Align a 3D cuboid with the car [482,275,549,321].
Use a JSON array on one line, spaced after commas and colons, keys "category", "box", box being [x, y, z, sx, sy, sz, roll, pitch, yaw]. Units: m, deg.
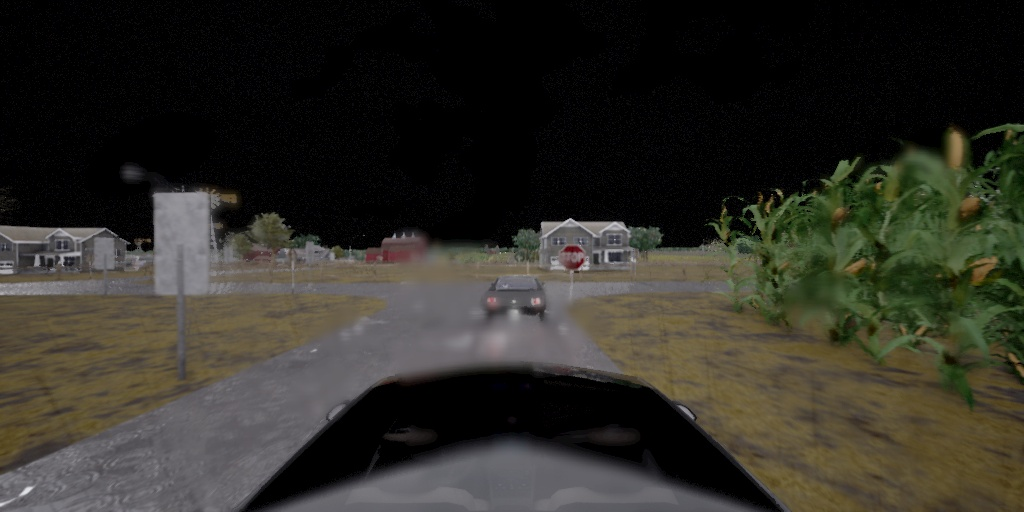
[{"category": "car", "box": [0.220, 1.301, 12.211, 1.895, 1.301, 4.718, 0, 0, 3]}]
